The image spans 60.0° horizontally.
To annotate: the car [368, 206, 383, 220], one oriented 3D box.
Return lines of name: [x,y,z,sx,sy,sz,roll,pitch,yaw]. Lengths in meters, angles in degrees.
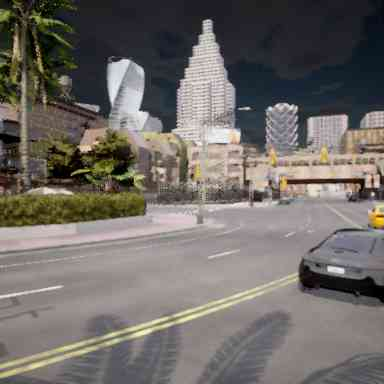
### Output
car: [12.302,1.584,20.956,1.882,1.535,5.008,0,0,24]

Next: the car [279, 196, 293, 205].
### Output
car: [18.922,1.873,68.046,2.097,1.535,5.008,0,0,19]

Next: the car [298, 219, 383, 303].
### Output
car: [4.389,1.609,8.431,1.994,1.385,4.181,0,0,43]

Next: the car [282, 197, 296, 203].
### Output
car: [24.635,1.964,84.270,2.231,1.521,4.892,0,0,29]
